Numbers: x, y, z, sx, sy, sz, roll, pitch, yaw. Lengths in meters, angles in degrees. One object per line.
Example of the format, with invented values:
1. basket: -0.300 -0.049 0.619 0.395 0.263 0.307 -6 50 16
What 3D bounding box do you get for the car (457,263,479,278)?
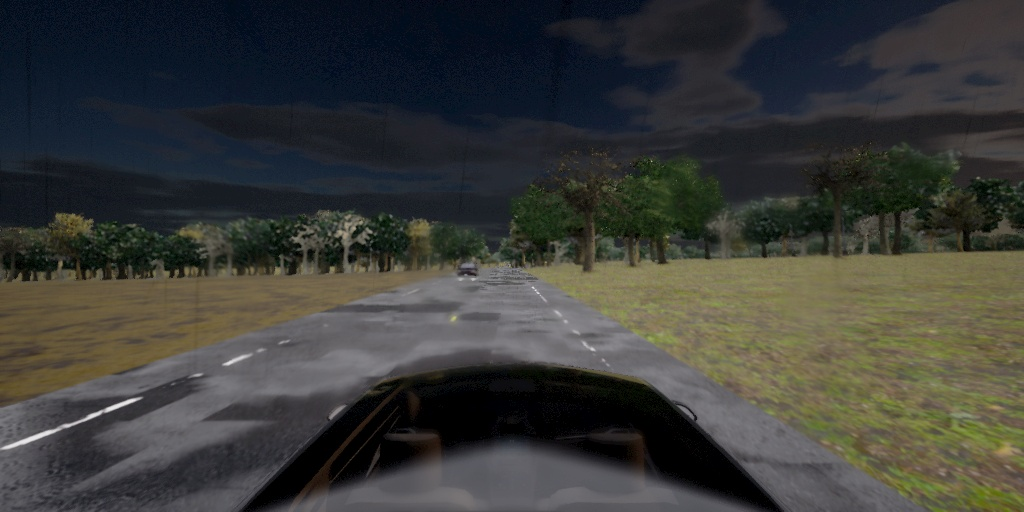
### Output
1. car: -4.358 1.415 36.314 2.033 1.411 5.357 0 -1 -1
